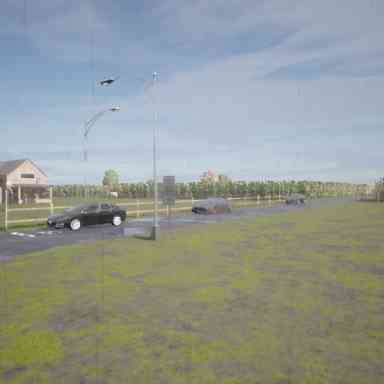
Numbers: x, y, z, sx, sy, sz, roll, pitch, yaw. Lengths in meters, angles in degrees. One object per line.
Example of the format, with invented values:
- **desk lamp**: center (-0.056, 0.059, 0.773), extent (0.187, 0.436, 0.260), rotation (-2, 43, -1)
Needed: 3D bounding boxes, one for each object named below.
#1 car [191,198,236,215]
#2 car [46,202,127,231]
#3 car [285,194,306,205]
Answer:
- **car**: center (2.128, 1.304, 30.965), extent (2.033, 1.411, 5.357), rotation (0, 0, 37)
- **car**: center (-6.160, 1.385, 19.893), extent (1.837, 1.490, 4.892), rotation (0, 1, 38)
- **car**: center (15.074, 1.075, 48.242), extent (1.837, 1.490, 4.892), rotation (0, 0, 37)
